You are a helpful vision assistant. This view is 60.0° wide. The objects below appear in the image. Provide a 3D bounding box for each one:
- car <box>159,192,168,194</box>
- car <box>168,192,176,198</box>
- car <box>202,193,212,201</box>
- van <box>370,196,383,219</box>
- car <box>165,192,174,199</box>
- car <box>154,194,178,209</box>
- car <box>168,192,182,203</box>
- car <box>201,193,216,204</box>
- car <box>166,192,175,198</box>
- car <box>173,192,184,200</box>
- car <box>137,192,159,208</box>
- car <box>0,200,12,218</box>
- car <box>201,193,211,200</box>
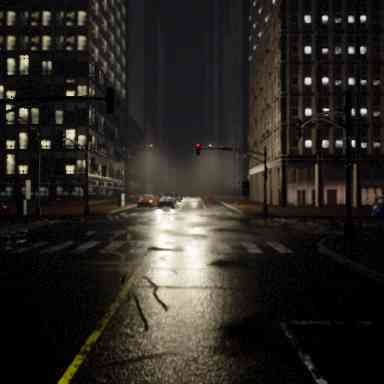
[{"bbox_3d":[-5.544,0.859,52.418,2.192,1.841,5.009,1,0,0],"label":"car"},{"bbox_3d":[-5.452,0.751,91.444,1.887,1.381,4.507,1,0,0],"label":"car"},{"bbox_3d":[2.861,0.971,63.786,1.752,1.417,4.829,1,0,0],"label":"car"},{"bbox_3d":[16.046,1.229,25.725,3.998,1.788,1.690,0,-1,0],"label":"van"},{"bbox_3d":[-5.480,0.847,80.294,1.887,1.381,4.507,1,0,0],"label":"car"},{"bbox_3d":[-2.994,1.255,39.600,1.895,1.301,4.718,0,1,0],"label":"car"},{"bbox_3d":[-2.914,0.861,56.309,2.097,1.767,4.553,0,1,1],"label":"car"},{"bbox_3d":[2.831,1.125,52.461,1.802,1.307,4.206,1,0,0],"label":"car"},{"bbox_3d":[-5.466,0.805,85.869,2.008,1.369,4.403,1,0,0],"label":"car"},{"bbox_3d":[-2.825,0.883,71.728,2.128,1.511,4.902,0,0,0],"label":"car"},{"bbox_3d":[-5.573,1.080,41.269,1.967,1.590,4.097,1,1,0],"label":"car"},{"bbox_3d":[-16.428,1.272,25.877,4.097,1.590,1.967,0,-1,0],"label":"car"},{"bbox_3d":[2.873,0.965,69.193,1.947,1.339,4.313,1,0,0],"label":"car"}]
